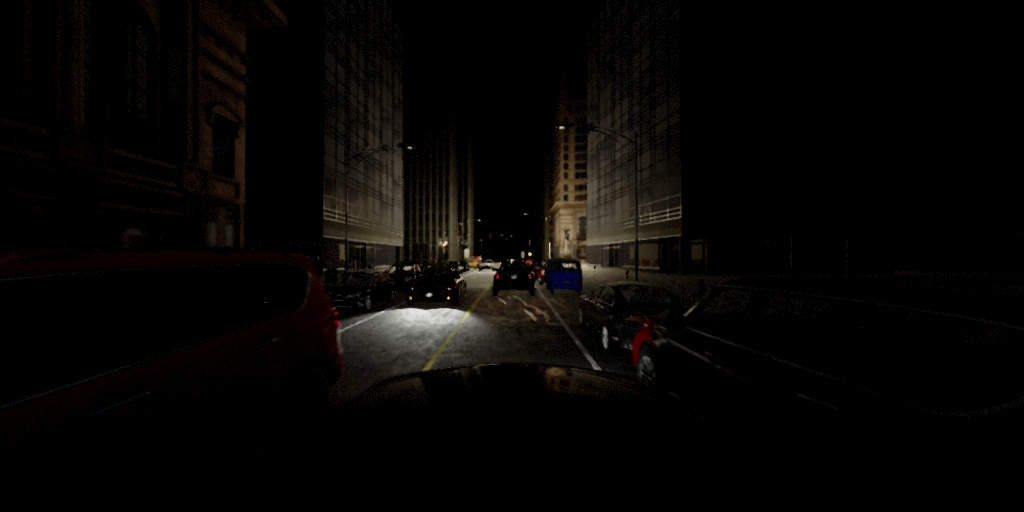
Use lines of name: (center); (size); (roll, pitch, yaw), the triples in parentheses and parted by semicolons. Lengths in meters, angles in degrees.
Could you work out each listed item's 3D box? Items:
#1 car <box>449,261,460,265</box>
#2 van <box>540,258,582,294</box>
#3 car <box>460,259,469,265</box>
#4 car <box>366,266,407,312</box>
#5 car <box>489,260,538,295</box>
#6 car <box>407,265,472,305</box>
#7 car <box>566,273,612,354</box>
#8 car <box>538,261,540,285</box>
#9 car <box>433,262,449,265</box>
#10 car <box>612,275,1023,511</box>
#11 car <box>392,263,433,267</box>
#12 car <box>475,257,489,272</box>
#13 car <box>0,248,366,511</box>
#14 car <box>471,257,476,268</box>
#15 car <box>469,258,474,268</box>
car: (-5.855, 1.246, 30.283); (1.802, 1.307, 4.207); (0, 0, 0)
van: (2.670, 1.028, 19.359); (1.690, 1.789, 3.998); (0, 0, 0)
car: (-5.854, 1.208, 35.742); (2.007, 1.370, 4.403); (0, 0, 0)
car: (-5.856, 1.254, 13.907); (2.007, 1.370, 4.403); (0, 0, 0)
car: (0.095, 1.039, 19.354); (2.097, 1.767, 4.553); (0, 0, 0)
car: (-3.098, 1.264, 15.440); (1.994, 1.385, 4.181); (0, 0, 0)
car: (2.669, 1.274, 8.439); (2.007, 1.370, 4.403); (0, 0, 0)
car: (2.670, 1.114, 24.818); (1.967, 1.591, 4.097); (0, 0, 0)
car: (-5.855, 1.219, 24.824); (1.888, 1.381, 4.507); (0, 0, 0)
car: (2.669, 1.059, 2.979); (2.192, 1.841, 5.009); (0, 0, 0)
car: (-5.855, 1.127, 19.366); (1.967, 1.591, 4.097); (0, 0, 0)
car: (-3.082, 1.178, 44.445); (1.812, 1.442, 4.674); (0, 0, 0)
car: (-3.068, 0.968, 1.974); (2.150, 2.045, 5.566); (0, 1, 0)
car: (-5.853, 1.180, 51.948); (1.751, 1.417, 4.829); (0, 0, 0)
car: (-5.854, 1.219, 41.201); (1.948, 1.339, 4.313); (0, 0, 0)
